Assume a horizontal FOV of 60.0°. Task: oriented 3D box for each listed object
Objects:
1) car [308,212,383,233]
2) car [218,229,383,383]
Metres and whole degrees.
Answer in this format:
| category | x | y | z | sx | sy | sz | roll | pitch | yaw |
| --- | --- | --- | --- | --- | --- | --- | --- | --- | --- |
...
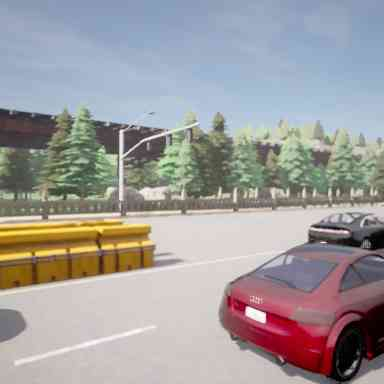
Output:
| category | x | y | z | sx | sy | sz | roll | pitch | yaw |
| --- | --- | --- | --- | --- | --- | --- | --- | --- | --- |
| car | 6.410 | 1.515 | 12.617 | 4.902 | 1.511 | 2.128 | 0 | 0 | -36 |
| car | 2.465 | 1.573 | 5.503 | 4.181 | 1.385 | 1.994 | 0 | 0 | -35 |
